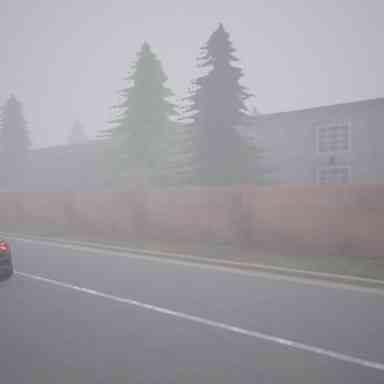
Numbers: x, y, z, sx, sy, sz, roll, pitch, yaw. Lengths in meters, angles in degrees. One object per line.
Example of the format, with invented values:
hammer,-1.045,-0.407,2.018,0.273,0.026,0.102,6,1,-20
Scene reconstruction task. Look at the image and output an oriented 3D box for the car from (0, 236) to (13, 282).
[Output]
car,-6.797,1.443,8.839,4.553,1.767,2.097,-1,0,36
